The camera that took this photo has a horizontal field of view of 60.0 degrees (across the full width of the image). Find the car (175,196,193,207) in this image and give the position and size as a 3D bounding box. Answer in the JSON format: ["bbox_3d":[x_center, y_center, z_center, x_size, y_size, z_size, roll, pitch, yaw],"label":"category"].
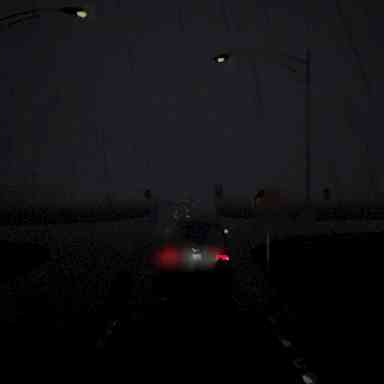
[{"bbox_3d":[-1.309,1.405,48.064,1.812,1.442,4.674,0,0,4],"label":"car"}]

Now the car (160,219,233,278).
[{"bbox_3d":[0.154,1.525,10.010,2.033,1.411,5.357,0,0,1],"label":"car"}]

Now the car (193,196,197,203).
[{"bbox_3d":[-0.172,1.434,63.588,1.895,1.301,4.718,0,0,5],"label":"car"}]
